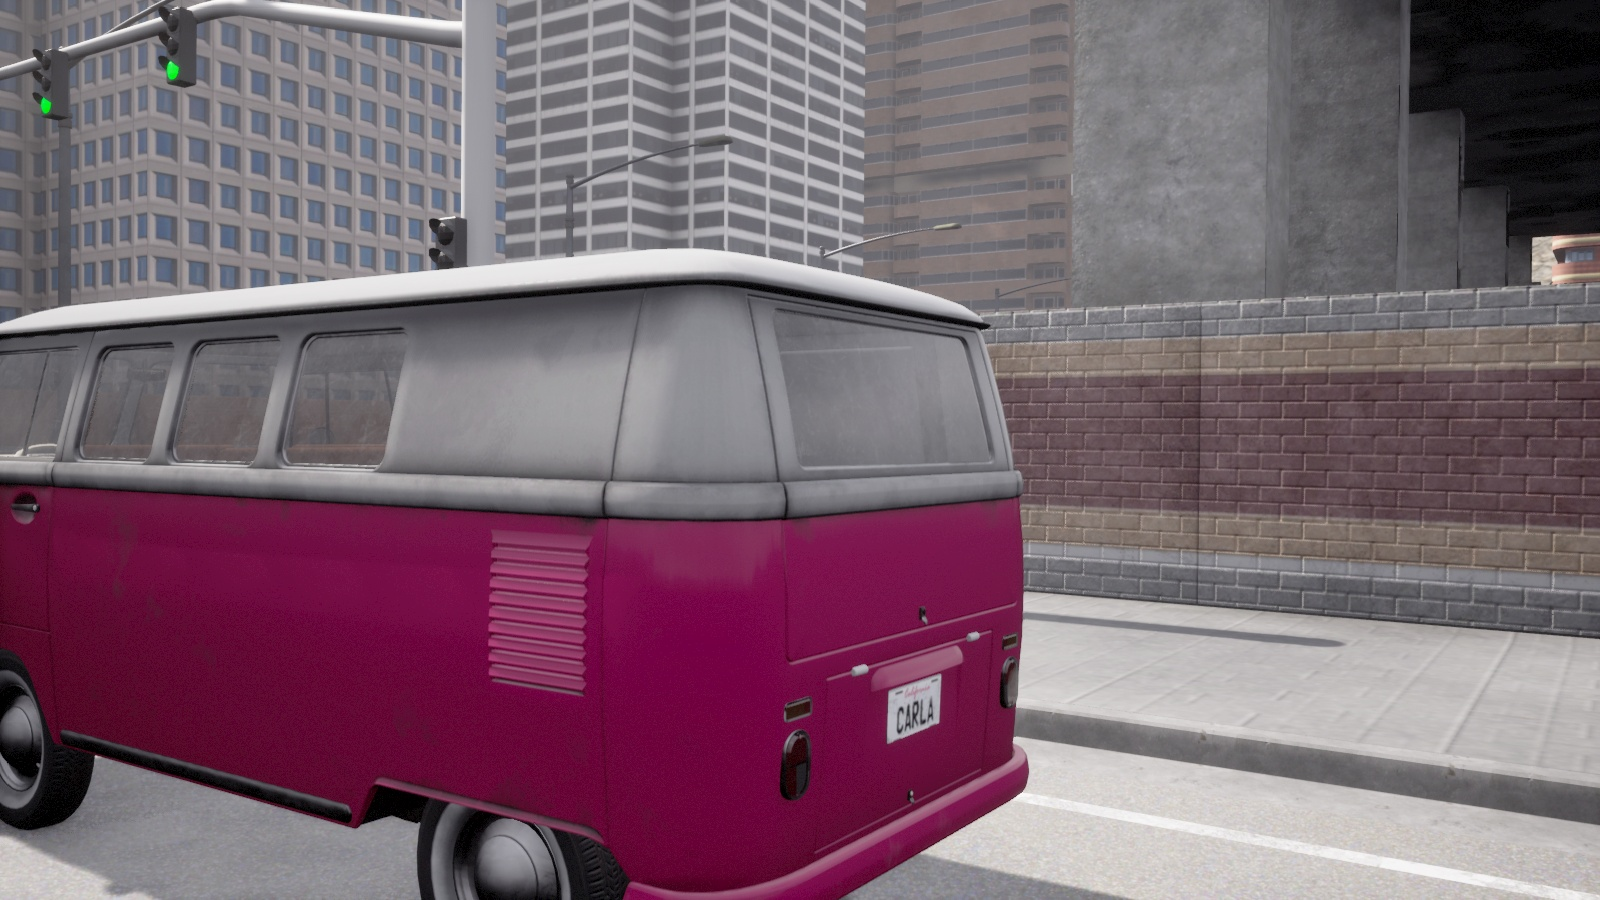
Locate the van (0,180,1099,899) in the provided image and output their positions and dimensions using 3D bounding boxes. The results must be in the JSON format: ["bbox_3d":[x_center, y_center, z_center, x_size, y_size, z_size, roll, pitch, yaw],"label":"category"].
[{"bbox_3d":[-1.386,0.433,4.539,4.442,1.987,1.775,0,1,34],"label":"van"}]
